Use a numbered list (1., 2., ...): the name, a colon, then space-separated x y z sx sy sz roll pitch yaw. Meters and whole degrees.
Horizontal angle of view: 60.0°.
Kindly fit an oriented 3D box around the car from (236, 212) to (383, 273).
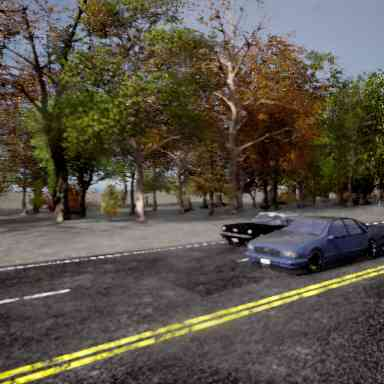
1. car: 4.166 1.487 10.647 5.357 1.411 2.033 0 0 -35

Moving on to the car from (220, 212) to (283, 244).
1. car: 3.462 1.531 14.136 4.718 1.301 1.895 0 0 -35
